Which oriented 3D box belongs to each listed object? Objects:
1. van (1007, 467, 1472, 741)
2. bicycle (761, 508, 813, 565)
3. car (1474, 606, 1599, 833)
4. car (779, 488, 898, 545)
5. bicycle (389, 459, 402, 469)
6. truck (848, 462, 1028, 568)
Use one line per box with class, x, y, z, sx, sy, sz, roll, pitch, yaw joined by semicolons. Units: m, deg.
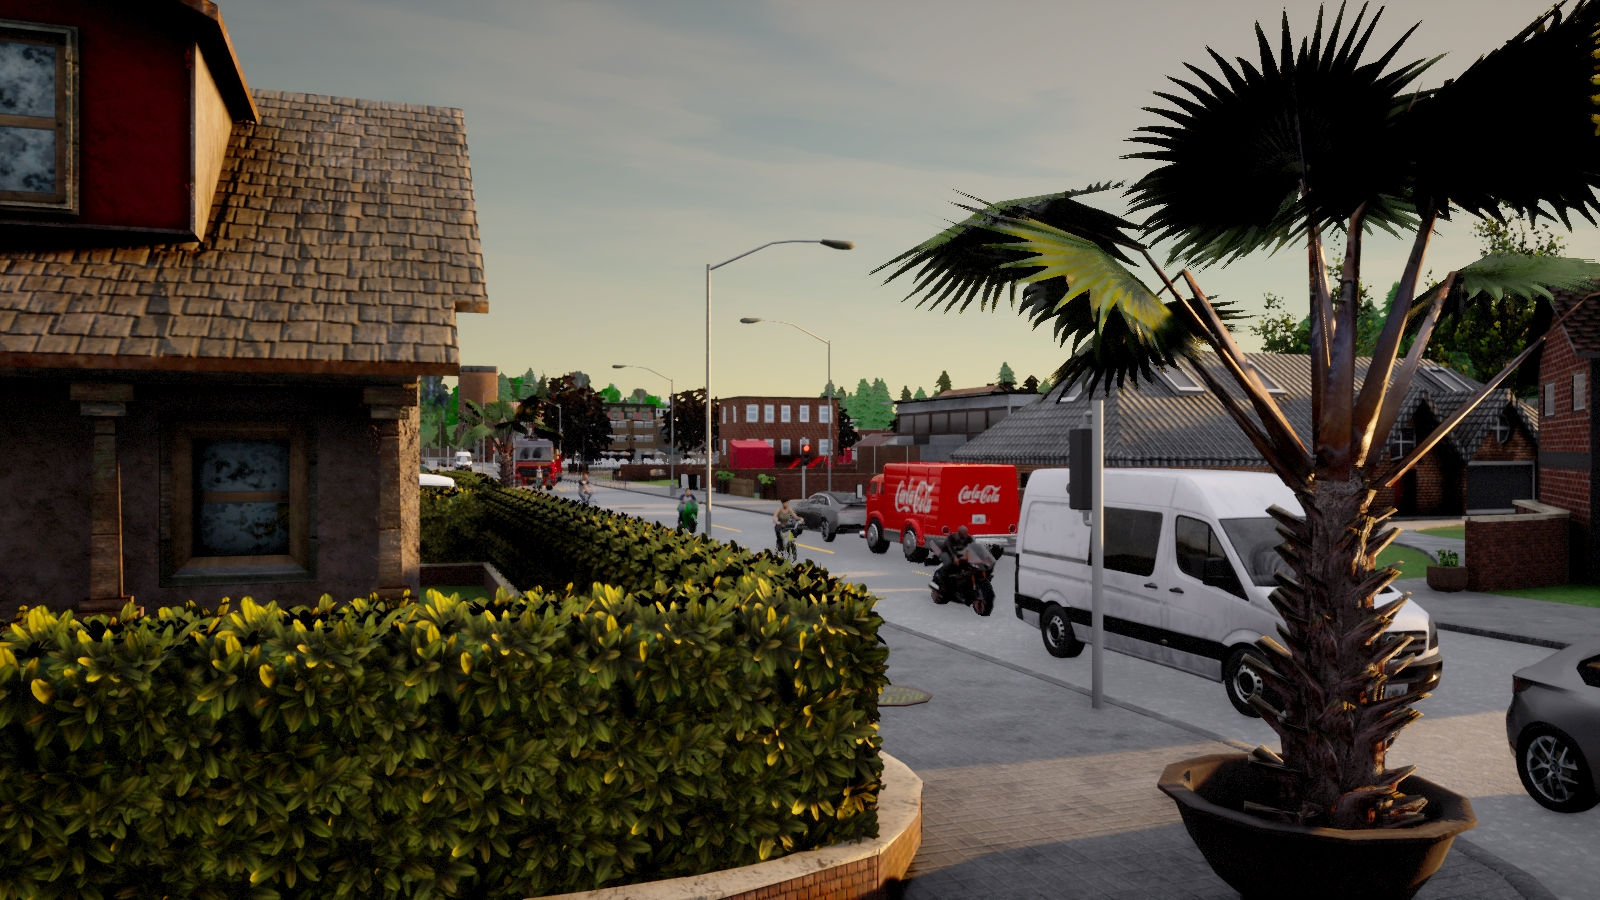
van;4.966;1.538;14.186;1.988;2.561;5.915;0;0;-20
bicycle;-0.347;2.163;28.764;0.859;1.276;1.487;0;1;-20
car;6.934;2.069;7.650;1.816;1.474;4.193;0;0;-12
car;1.122;2.053;36.412;2.128;1.511;4.902;0;0;-20
bicycle;-61.189;2.061;172.828;1.835;1.471;0.329;0;-1;-23
truck;3.468;1.570;29.990;2.627;2.467;5.204;0;0;-20
